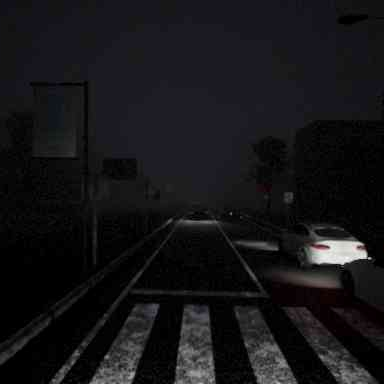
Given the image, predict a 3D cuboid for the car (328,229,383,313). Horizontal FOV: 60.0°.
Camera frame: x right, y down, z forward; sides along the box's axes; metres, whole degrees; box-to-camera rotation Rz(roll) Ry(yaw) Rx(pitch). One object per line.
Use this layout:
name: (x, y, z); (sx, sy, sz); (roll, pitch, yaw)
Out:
car: (4.276, 1.681, 5.805); (1.812, 1.442, 4.674); (1, -1, 1)

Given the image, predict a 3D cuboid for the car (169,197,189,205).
car: (-3.622, 2.613, 92.689); (5.566, 2.045, 2.435); (1, -1, 1)

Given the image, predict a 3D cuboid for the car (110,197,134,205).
car: (-16.985, 2.318, 79.021); (5.008, 1.535, 2.097); (1, -1, 1)

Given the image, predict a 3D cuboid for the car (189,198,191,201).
car: (-3.812, 2.424, 84.283); (5.566, 2.045, 2.435); (1, -1, 1)

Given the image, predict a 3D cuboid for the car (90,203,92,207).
car: (-17.649, 1.902, 50.546); (4.674, 1.452, 2.002); (1, -1, 1)

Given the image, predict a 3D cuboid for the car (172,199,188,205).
car: (-3.503, 2.808, 95.484); (4.553, 1.767, 2.185); (1, -1, 1)

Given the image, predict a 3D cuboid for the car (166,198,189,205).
car: (-3.847, 2.621, 81.477); (4.892, 1.521, 2.231); (1, -1, 1)

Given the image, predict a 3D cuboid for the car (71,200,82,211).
car: (-17.794, 1.762, 44.127); (4.892, 1.521, 2.231); (1, -1, 1)

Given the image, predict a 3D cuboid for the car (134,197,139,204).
car: (-16.867, 2.426, 84.587); (5.008, 1.535, 2.097); (1, -1, 1)

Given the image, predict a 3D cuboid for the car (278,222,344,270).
car: (4.406, 1.775, 11.808); (1.812, 1.442, 4.674); (1, -1, 1)

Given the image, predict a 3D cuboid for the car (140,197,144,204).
car: (-16.640, 2.490, 92.940); (4.553, 1.767, 2.185); (1, -1, 1)

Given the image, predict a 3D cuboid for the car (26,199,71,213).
car: (-17.874, 1.749, 40.852); (4.674, 1.452, 2.002); (1, -1, 1)

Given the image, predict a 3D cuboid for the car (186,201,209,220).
car: (0.689, 2.000, 34.452); (1.882, 1.535, 5.008); (1, -1, 1)

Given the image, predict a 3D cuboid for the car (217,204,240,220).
car: (3.991, 2.163, 35.285); (1.994, 1.385, 4.181); (1, -1, 2)

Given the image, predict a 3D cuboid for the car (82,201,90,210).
car: (-17.730, 1.812, 47.399); (5.008, 1.535, 2.097); (1, -1, 1)

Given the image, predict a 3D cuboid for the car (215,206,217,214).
car: (4.213, 2.322, 46.653); (2.033, 1.411, 5.357); (1, -1, 1)
